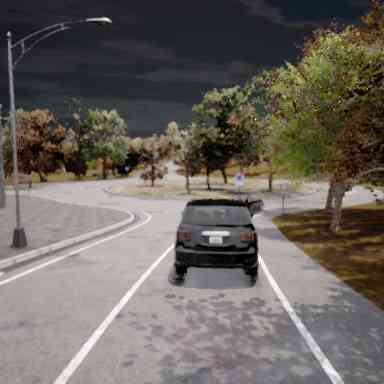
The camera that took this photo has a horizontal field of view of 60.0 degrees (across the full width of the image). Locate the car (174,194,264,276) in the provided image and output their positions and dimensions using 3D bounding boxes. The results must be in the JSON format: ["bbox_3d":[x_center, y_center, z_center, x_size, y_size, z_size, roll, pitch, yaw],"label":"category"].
[{"bbox_3d":[0.772,1.185,10.398,2.150,2.045,5.566,1,1,5],"label":"car"}]

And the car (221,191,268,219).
[{"bbox_3d":[4.272,0.921,26.341,2.128,1.511,4.902,3,6,29],"label":"car"}]
